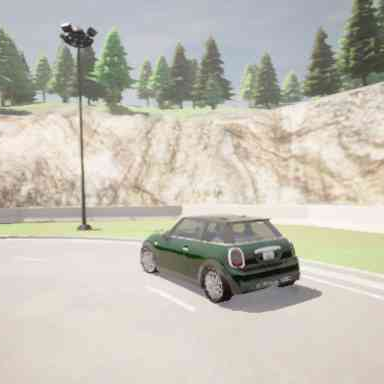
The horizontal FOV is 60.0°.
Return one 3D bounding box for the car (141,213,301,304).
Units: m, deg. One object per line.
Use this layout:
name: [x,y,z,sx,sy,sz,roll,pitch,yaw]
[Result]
car: [0.401,1.323,8.474,2.097,1.767,4.553,-2,0,-33]
